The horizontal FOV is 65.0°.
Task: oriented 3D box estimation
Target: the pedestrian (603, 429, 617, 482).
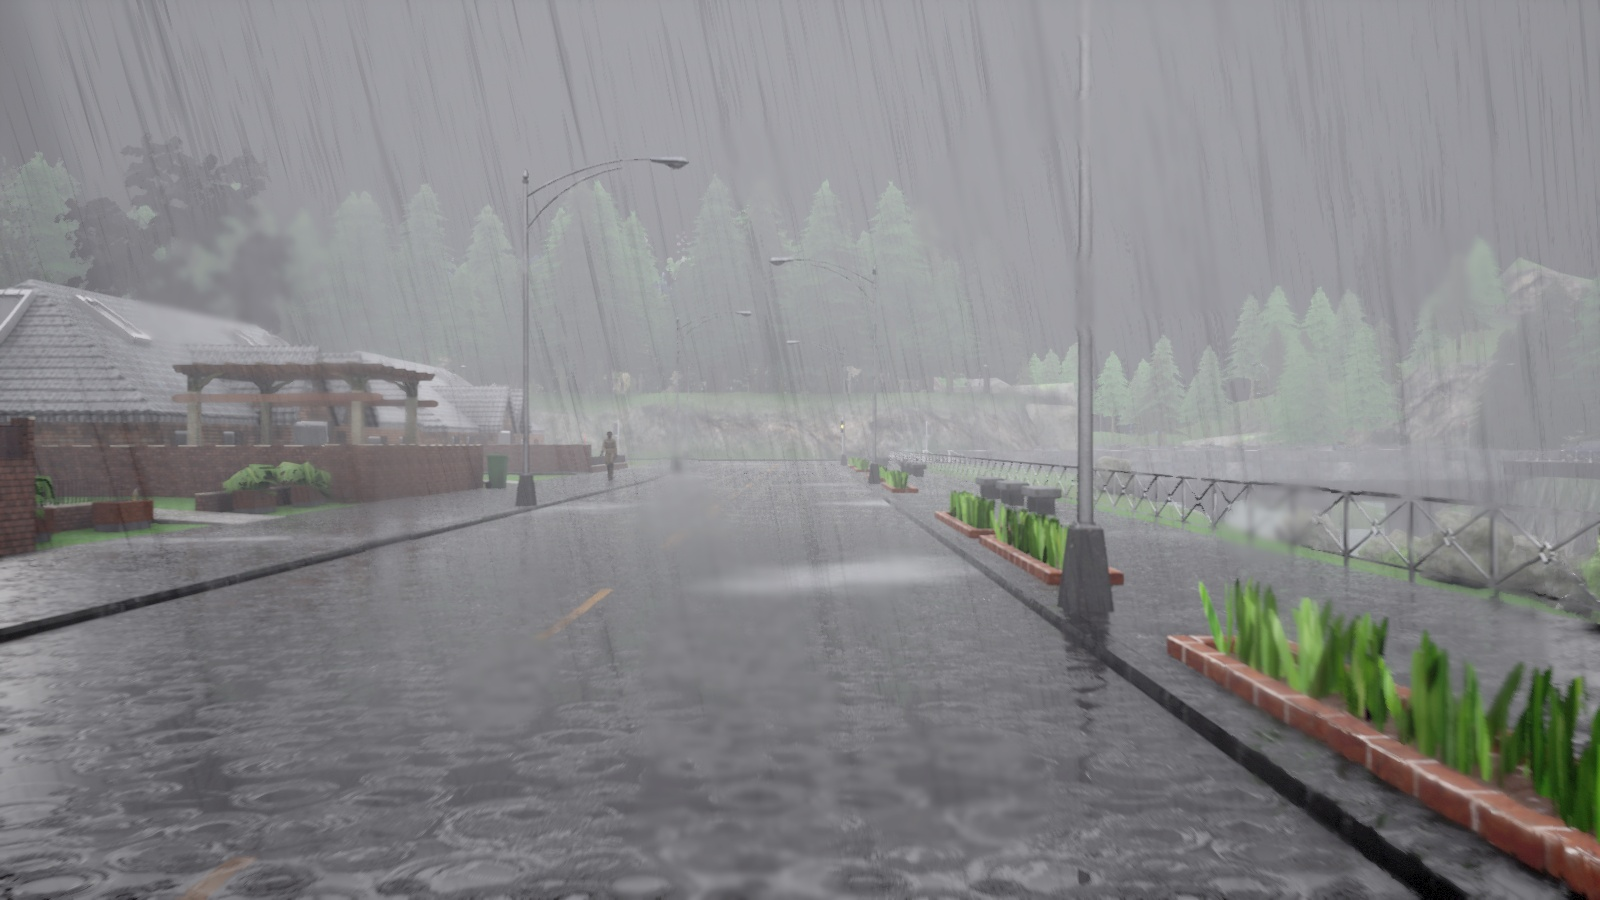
[{"bbox_3d":[-6.981,0.191,46.060,0.396,1.930,0.692,0,0,1],"label":"pedestrian"}]
